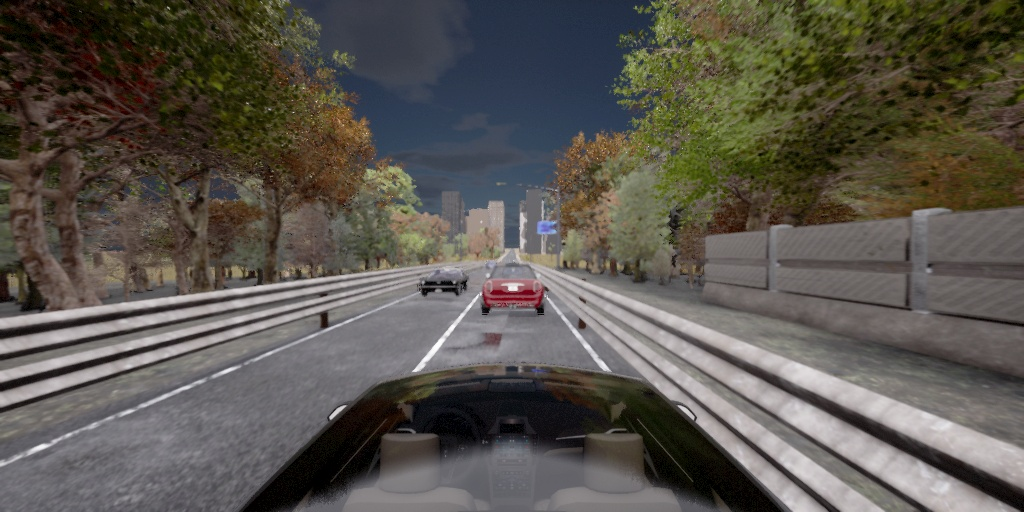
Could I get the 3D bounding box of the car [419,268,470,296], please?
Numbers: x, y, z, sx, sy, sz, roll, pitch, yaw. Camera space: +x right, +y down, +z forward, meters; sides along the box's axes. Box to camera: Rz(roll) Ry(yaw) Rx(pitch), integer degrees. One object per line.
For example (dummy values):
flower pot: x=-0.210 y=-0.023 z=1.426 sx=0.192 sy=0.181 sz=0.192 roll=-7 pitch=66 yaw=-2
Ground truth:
car: x=-3.349 y=1.283 z=18.546 sx=1.895 sy=1.301 sz=4.718 roll=0 pitch=0 yaw=0

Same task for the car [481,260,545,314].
car: x=0.045 y=1.042 z=13.510 sx=2.097 sy=1.767 sz=4.553 roll=0 pitch=0 yaw=1

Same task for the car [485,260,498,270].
car: x=-3.303 y=1.444 z=59.131 sx=1.812 sy=1.442 sz=4.674 roll=0 pitch=0 yaw=0
